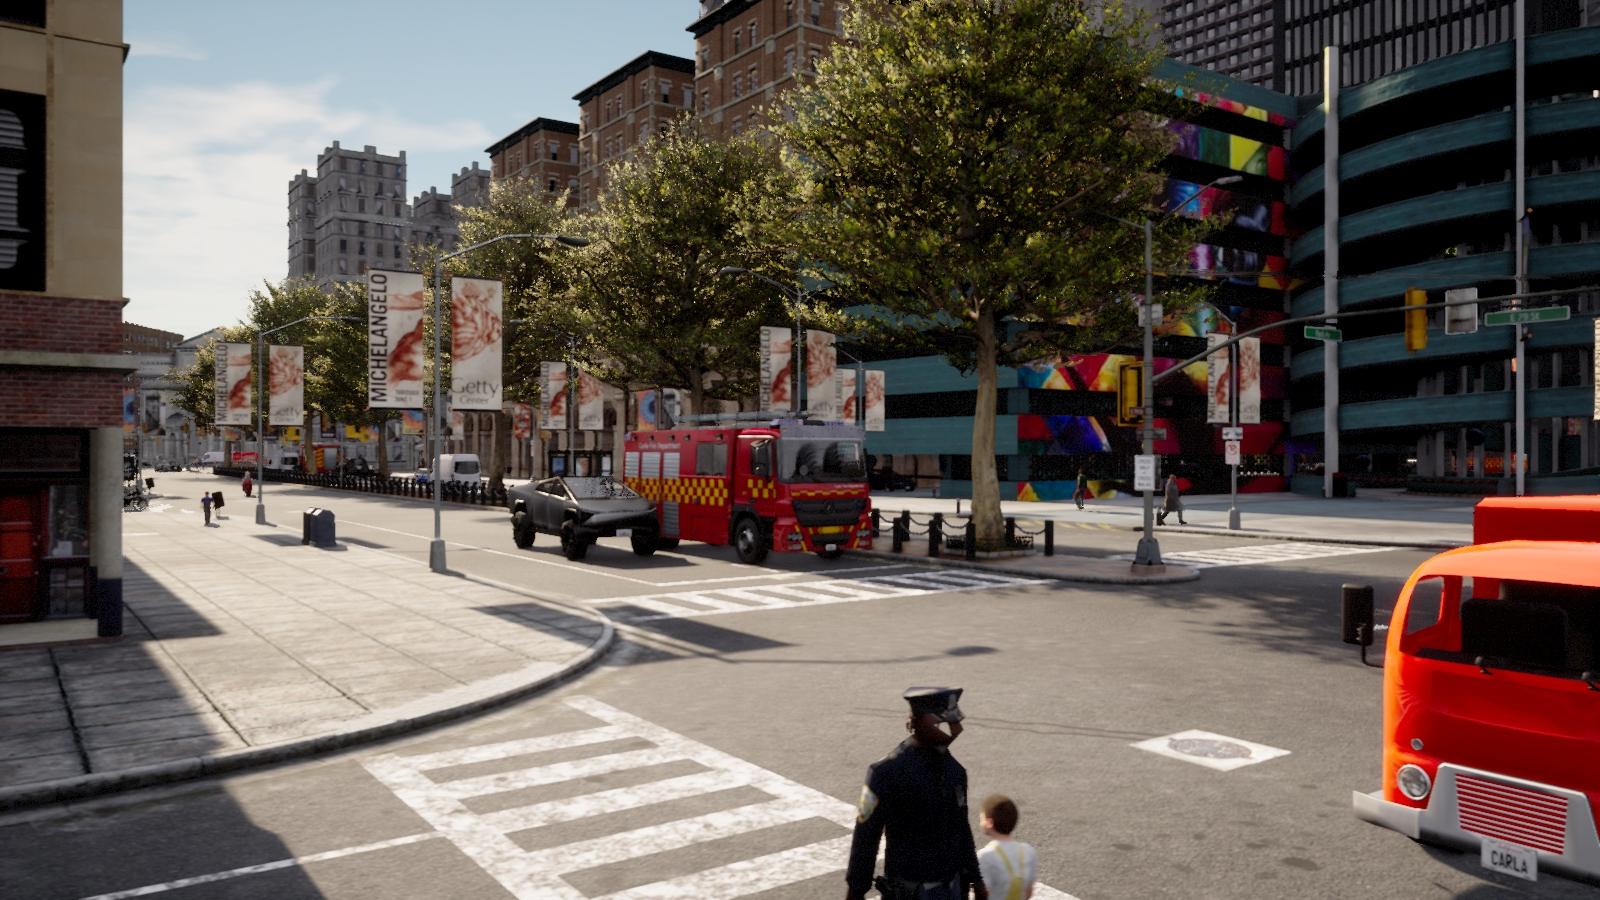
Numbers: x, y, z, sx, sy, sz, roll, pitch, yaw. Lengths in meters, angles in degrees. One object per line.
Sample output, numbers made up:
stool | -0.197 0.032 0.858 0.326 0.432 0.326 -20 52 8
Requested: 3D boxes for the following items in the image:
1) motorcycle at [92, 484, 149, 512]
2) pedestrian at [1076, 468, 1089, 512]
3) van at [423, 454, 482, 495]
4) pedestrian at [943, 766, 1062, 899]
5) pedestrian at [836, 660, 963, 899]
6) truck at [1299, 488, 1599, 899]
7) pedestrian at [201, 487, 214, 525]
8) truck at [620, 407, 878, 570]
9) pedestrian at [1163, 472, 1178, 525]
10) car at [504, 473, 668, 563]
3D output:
motorcycle | -31.374 2.208 52.770 2.209 1.251 0.867 0 0 -26
pedestrian | 12.088 1.719 48.926 0.375 1.860 0.375 0 0 -29
van | -22.817 1.549 74.836 1.988 2.561 5.915 0 0 -35
pedestrian | 0.901 2.131 5.113 0.375 1.300 0.375 0 0 -26
pedestrian | 0.411 1.851 4.754 0.375 1.860 0.375 0 0 -36
truck | 6.275 1.577 8.175 5.204 2.467 2.627 0 0 -35
pedestrian | -20.961 1.980 40.409 0.375 1.300 0.375 0 0 -36
truck | -1.693 0.901 31.054 2.891 3.827 8.468 0 0 -35
pedestrian | 13.141 1.718 40.516 0.375 1.860 0.375 0 0 -42
car | -6.079 1.762 31.624 2.390 2.098 6.274 0 0 -31
